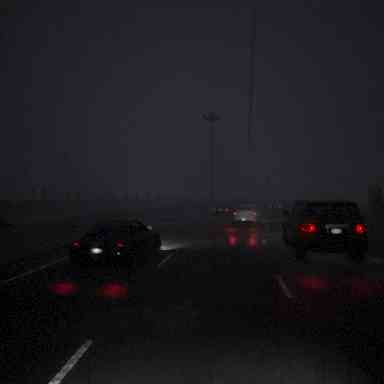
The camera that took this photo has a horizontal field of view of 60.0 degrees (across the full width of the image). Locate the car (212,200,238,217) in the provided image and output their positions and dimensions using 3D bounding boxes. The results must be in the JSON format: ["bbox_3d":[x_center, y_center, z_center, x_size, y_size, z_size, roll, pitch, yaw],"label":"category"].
[{"bbox_3d":[3.669,1.742,33.881,2.033,1.411,5.357,0,0,23],"label":"car"}]

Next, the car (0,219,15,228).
[{"bbox_3d":[-9.298,1.641,13.753,1.994,1.385,4.181,0,0,9],"label":"car"}]

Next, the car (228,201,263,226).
[{"bbox_3d":[4.218,1.660,24.987,1.812,1.442,4.674,0,0,17],"label":"car"}]

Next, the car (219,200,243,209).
[{"bbox_3d":[6.407,1.938,53.978,1.895,1.301,4.718,-1,-1,34],"label":"car"}]

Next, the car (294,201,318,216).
[{"bbox_3d":[12.304,1.744,35.833,1.994,1.385,4.181,0,0,26],"label":"car"}]

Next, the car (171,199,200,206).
[{"bbox_3d":[-0.484,1.813,49.447,2.128,1.511,4.902,-1,0,31],"label":"car"}]

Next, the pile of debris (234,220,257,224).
[{"bbox_3d":[4.128,2.315,25.490,1.500,0.140,1.860,0,0,18],"label":"pile of debris"}]

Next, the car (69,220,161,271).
[{"bbox_3d":[-2.394,1.626,11.281,1.994,1.385,4.181,0,0,8],"label":"car"}]

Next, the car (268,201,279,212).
[{"bbox_3d":[10.850,1.765,40.807,2.033,1.411,5.357,0,-1,29],"label":"car"}]

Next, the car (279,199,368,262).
[{"bbox_3d":[4.824,1.291,12.747,2.150,2.045,5.566,0,0,9],"label":"car"}]

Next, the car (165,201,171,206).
[{"bbox_3d":[-2.352,1.854,53.143,2.128,1.511,4.902,-1,-1,31],"label":"car"}]
